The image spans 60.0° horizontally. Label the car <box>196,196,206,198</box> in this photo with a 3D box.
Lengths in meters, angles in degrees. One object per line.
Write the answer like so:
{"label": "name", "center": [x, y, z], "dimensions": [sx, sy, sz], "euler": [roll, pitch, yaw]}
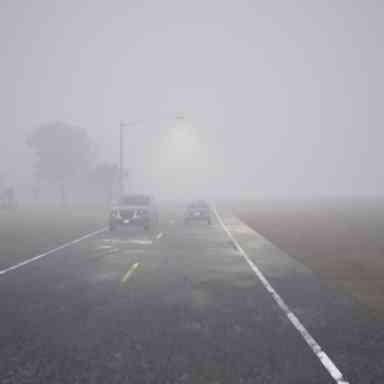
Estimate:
{"label": "car", "center": [1.195, 1.294, 42.864], "dimensions": [1.812, 1.442, 4.674], "euler": [0, 0, 3]}

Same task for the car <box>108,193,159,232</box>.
{"label": "car", "center": [-3.255, 1.119, 19.552], "dimensions": [2.150, 2.045, 5.566], "euler": [0, 0, 1]}

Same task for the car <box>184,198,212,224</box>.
{"label": "car", "center": [0.437, 1.424, 23.545], "dimensions": [2.033, 1.411, 5.357], "euler": [0, 0, 2]}
